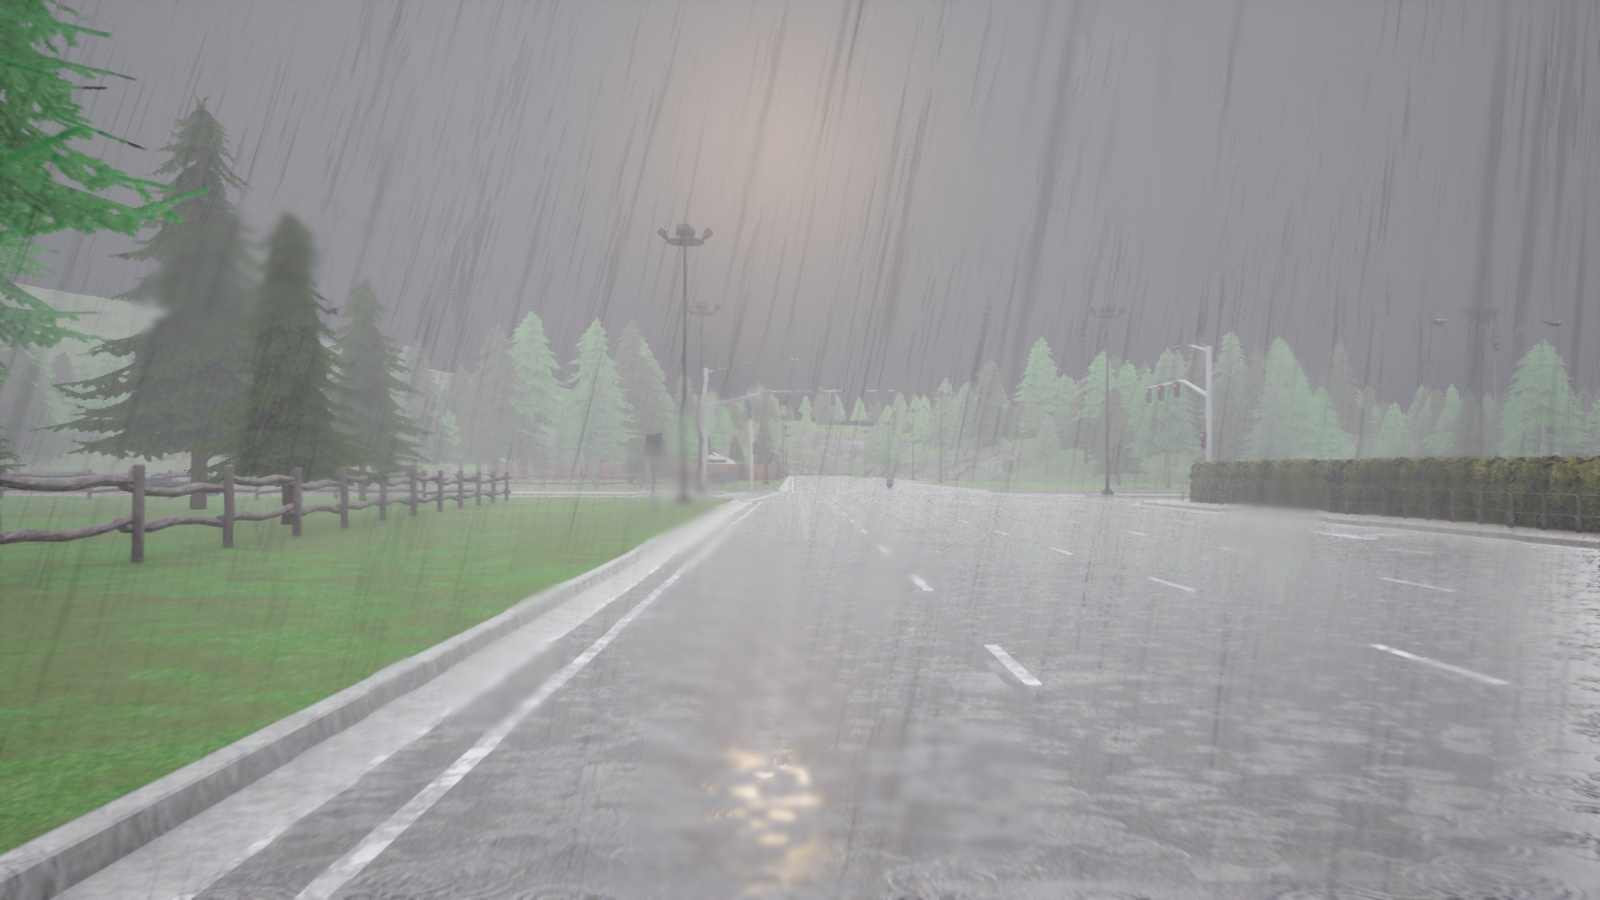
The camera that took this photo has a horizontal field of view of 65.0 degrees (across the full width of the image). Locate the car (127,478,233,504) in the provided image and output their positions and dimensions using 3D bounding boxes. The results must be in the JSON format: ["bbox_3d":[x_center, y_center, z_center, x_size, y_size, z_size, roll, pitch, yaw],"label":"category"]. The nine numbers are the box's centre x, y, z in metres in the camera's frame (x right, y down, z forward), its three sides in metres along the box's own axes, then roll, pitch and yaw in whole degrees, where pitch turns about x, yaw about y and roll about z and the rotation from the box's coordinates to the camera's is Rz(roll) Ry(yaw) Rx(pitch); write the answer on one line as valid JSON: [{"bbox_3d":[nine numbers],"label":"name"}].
[{"bbox_3d":[-32.983,2.167,66.880,4.718,1.301,1.895,0,-1,-1],"label":"car"}]
